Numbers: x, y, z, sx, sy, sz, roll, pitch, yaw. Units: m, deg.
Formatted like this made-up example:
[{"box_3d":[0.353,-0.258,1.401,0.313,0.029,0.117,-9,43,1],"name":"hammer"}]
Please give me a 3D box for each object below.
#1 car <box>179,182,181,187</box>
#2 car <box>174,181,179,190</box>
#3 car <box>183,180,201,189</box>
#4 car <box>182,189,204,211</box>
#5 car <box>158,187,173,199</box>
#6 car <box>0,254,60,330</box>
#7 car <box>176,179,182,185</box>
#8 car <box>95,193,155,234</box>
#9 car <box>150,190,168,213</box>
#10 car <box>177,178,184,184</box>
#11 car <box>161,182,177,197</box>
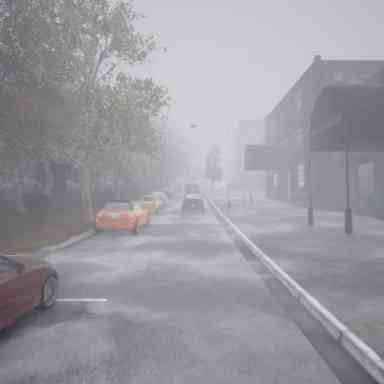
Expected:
[{"box_3d":[-3.658,-0.582,57.117,2.231,1.521,4.892,0,3,2],"name":"car"},{"box_3d":[-3.659,-0.379,51.524,2.185,1.767,4.553,0,3,2],"name":"car"},{"box_3d":[0.096,-0.391,49.477,2.150,2.045,5.566,0,3,0],"name":"car"},{"box_3d":[0.098,0.869,30.650,1.882,1.535,5.008,0,2,0],"name":"car"},{"box_3d":[-3.637,0.684,34.848,2.231,1.521,4.892,1,3,2],"name":"car"},{"box_3d":[-3.652,1.513,4.837,2.002,1.452,4.674,0,0,2],"name":"car"},{"box_3d":[-3.651,-1.257,68.431,1.946,1.575,5.366,0,3,2],"name":"car"},{"box_3d":[-3.629,1.158,18.095,2.185,1.767,4.553,2,1,2],"name":"car"},{"box_3d":[-3.633,0.919,29.114,1.946,1.575,5.366,1,2,2],"name":"car"},{"box_3d":[-3.658,-1.881,79.400,2.163,1.488,4.792,0,3,2],"name":"car"},{"box_3d":[-3.658,-0.053,45.962,2.185,1.767,4.553,0,3,2],"name":"car"}]
